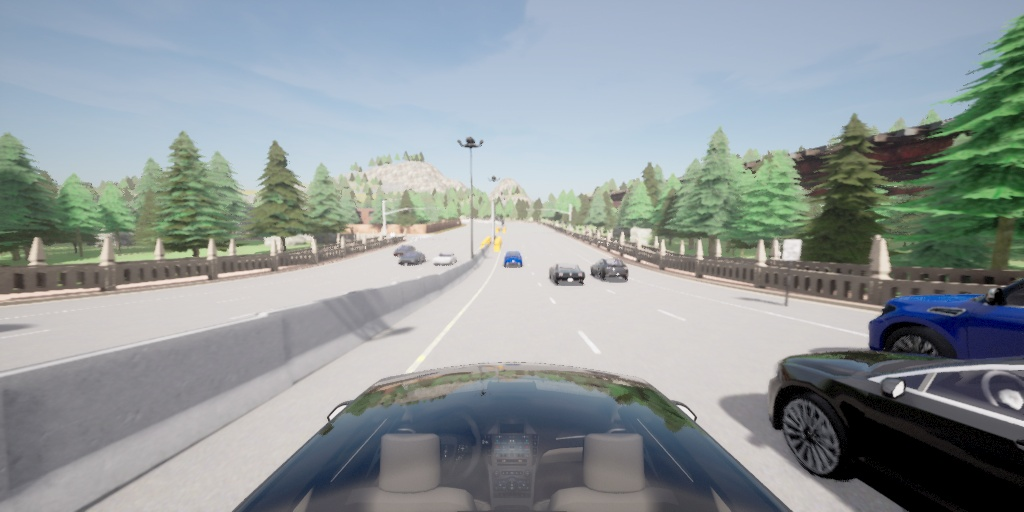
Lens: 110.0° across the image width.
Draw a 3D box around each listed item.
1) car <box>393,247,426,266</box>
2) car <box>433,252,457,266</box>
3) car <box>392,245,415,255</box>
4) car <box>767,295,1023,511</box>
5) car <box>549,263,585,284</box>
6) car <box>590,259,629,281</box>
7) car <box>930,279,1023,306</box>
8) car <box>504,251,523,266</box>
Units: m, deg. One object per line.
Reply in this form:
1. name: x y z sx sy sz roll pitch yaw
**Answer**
1. car: -10.568 0.193 38.331 2.033 1.411 5.357 0 5 0
2. car: -7.067 0.277 37.989 1.895 1.301 4.718 0 5 0
3. car: -14.042 -0.756 47.240 2.033 1.411 5.357 0 7 0
4. car: 3.599 1.241 1.789 2.128 1.511 4.902 0 0 0
5. car: 3.615 1.118 24.414 1.895 1.301 4.718 0 2 0
6. car: 7.117 0.925 26.509 2.128 1.511 4.902 0 2 0
7. car: 7.101 0.961 3.633 2.150 2.045 5.566 0 0 0
8. car: 0.124 0.156 37.949 1.882 1.535 5.008 0 5 0
